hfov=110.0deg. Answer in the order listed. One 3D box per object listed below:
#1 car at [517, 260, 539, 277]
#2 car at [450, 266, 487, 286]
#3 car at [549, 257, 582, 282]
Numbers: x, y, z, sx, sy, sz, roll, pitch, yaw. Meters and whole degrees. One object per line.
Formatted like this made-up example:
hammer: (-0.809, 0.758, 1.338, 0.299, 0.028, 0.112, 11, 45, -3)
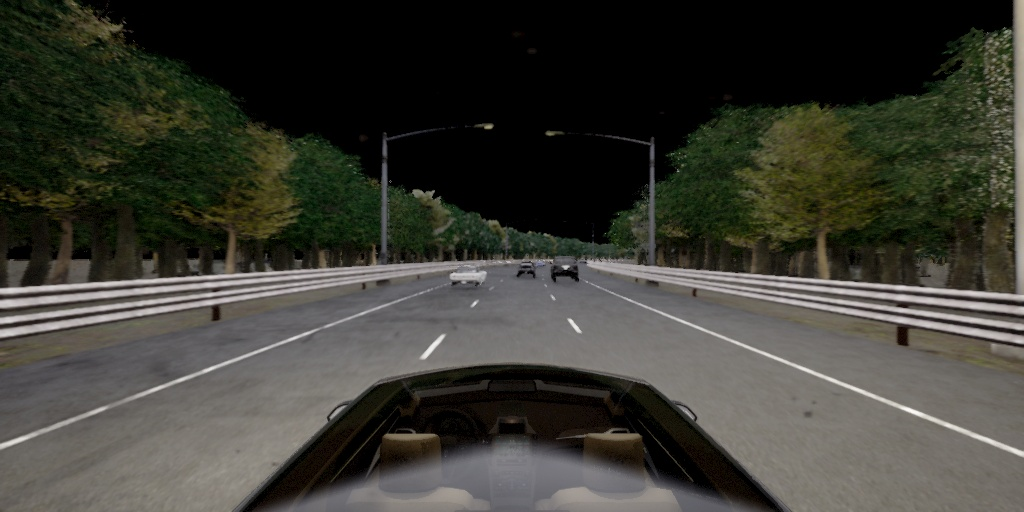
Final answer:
car: (1.575, 1.357, 37.432, 1.837, 1.490, 4.892, 0, 0, 5)
car: (-2.966, 1.387, 25.427, 1.895, 1.301, 4.718, 0, 0, 4)
car: (4.460, 1.068, 30.990, 2.150, 2.045, 5.566, 0, 0, 5)
